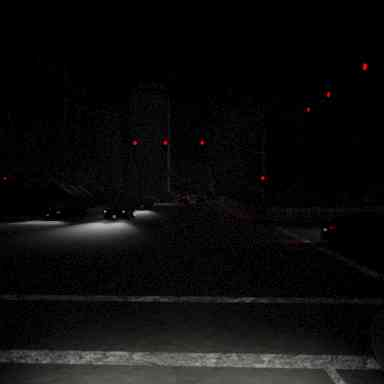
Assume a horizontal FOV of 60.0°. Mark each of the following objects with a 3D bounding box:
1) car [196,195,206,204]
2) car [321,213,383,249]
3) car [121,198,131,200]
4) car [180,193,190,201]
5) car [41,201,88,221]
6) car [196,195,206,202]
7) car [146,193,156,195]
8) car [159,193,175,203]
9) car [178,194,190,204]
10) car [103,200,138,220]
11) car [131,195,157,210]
[{"bbox_3d":[1.763,1.502,65.370,1.837,1.490,4.892,0,0,1],"label":"car"},{"bbox_3d":[7.594,1.563,13.764,4.181,1.385,1.994,0,0,7],"label":"car"},{"bbox_3d":[-9.291,1.546,47.384,2.033,1.411,5.357,0,0,1],"label":"car"},{"bbox_3d":[-1.505,1.179,74.644,2.097,1.767,4.553,0,0,1],"label":"car"},{"bbox_3d":[-10.492,1.525,27.757,1.812,1.442,4.674,0,0,14],"label":"car"},{"bbox_3d":[1.995,1.349,74.586,2.128,1.511,4.902,0,0,1],"label":"car"},{"bbox_3d":[-8.649,1.217,69.015,2.150,2.045,5.566,0,0,1],"label":"car"},{"bbox_3d":[-5.212,1.223,67.155,2.150,2.045,5.566,0,0,2],"label":"car"},{"bbox_3d":[-1.720,1.561,66.084,1.994,1.385,4.181,0,0,1],"label":"car"},{"bbox_3d":[-6.070,1.600,28.007,1.895,1.301,4.718,0,0,-1],"label":"car"},{"bbox_3d":[-5.922,1.490,42.157,2.128,1.511,4.902,0,0,1],"label":"car"}]
